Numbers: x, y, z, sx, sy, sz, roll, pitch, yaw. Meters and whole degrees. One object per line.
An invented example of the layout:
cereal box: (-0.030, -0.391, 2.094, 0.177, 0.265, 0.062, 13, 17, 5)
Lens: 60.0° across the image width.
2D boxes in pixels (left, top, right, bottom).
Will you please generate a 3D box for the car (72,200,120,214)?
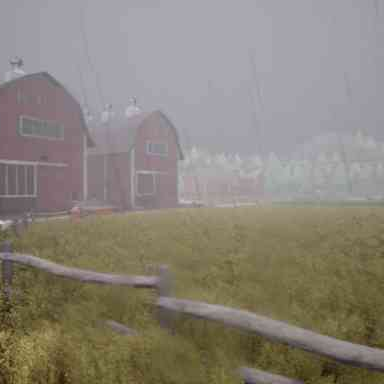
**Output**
car: (-8.309, 1.504, 29.414, 2.097, 1.767, 4.553, 0, 0, 32)

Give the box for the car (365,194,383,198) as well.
car: (44.709, 1.383, 80.821, 4.605, 1.855, 1.932, 0, 0, 35)
